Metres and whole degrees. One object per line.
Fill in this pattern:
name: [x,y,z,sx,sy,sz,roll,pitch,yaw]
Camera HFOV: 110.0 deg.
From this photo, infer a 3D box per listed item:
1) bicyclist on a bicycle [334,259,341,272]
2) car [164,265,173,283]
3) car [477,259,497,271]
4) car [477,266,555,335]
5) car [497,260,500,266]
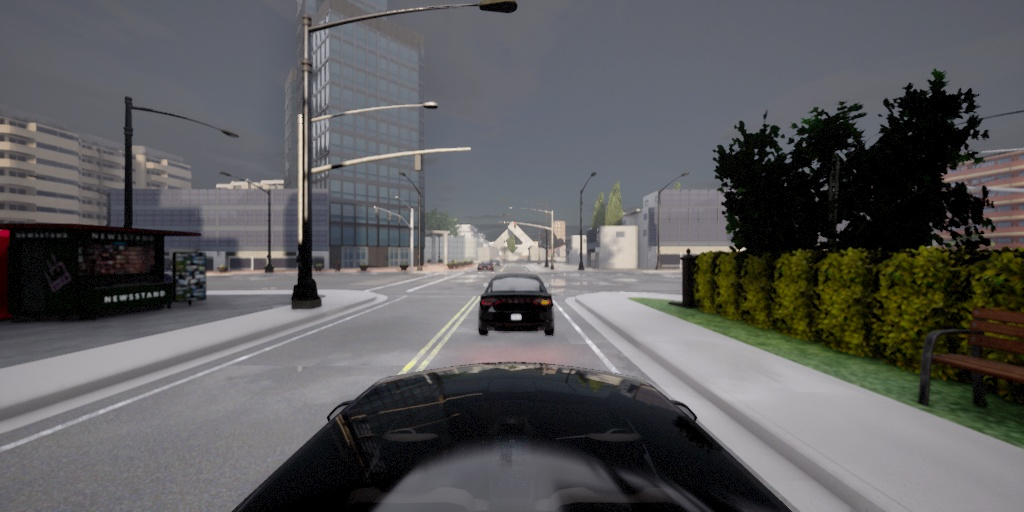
bicyclist on a bicycle: [-21.755,1.208,44.646,0.582,1.620,1.656,-1,0,0]
car: [-28.268,1.348,28.154,4.553,1.767,2.097,-1,0,0]
car: [-3.336,1.309,46.097,1.994,1.385,4.181,0,0,0]
car: [0.124,1.226,10.553,1.882,1.535,5.008,0,0,1]
car: [-3.177,1.231,65.378,2.128,1.511,4.902,0,0,1]
